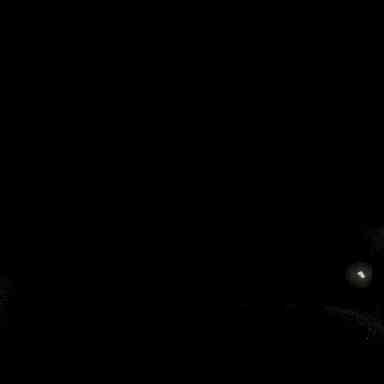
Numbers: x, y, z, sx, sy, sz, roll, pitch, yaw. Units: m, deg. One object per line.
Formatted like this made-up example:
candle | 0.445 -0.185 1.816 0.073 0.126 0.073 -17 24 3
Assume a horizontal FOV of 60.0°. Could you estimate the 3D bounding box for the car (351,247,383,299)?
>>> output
car | 5.847 1.547 7.546 5.357 1.411 2.033 0 0 -35
